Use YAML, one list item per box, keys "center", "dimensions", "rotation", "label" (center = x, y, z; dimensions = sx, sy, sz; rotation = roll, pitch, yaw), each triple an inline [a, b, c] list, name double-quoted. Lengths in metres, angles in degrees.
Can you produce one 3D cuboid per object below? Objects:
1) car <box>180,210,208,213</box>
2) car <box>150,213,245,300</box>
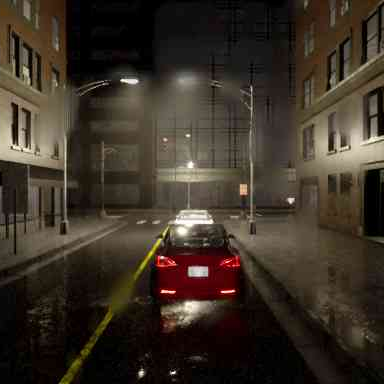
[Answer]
- center: [0.096, 1.603, 17.464]
  dimensions: [1.895, 1.301, 4.718]
  rotation: [0, 0, 0]
  label: "car"
- center: [0.107, 1.504, 8.448]
  dimensions: [2.163, 1.488, 4.792]
  rotation: [0, 0, 0]
  label: "car"
